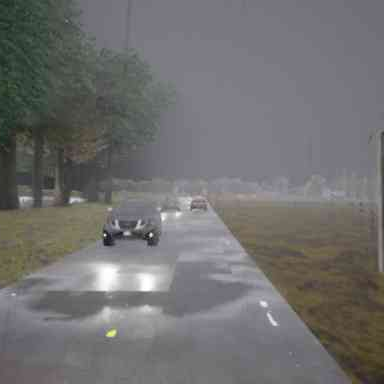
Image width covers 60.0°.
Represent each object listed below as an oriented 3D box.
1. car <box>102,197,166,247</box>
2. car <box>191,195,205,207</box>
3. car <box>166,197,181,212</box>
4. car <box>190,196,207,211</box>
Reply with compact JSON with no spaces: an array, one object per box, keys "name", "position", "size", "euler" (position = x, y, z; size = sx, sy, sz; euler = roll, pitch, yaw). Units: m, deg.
[{"name":"car","position":[-2.598,1.262,15.707],"size":[2.150,2.045,5.566],"euler":[0,0,-2]},{"name":"car","position":[0.909,1.259,48.050],"size":[1.882,1.535,5.008],"euler":[0,1,1]},{"name":"car","position":[-2.232,1.388,36.818],"size":[1.837,1.490,4.892],"euler":[0,1,1]},{"name":"car","position":[0.734,1.368,37.892],"size":[2.128,1.511,4.902],"euler":[0,1,1]}]
